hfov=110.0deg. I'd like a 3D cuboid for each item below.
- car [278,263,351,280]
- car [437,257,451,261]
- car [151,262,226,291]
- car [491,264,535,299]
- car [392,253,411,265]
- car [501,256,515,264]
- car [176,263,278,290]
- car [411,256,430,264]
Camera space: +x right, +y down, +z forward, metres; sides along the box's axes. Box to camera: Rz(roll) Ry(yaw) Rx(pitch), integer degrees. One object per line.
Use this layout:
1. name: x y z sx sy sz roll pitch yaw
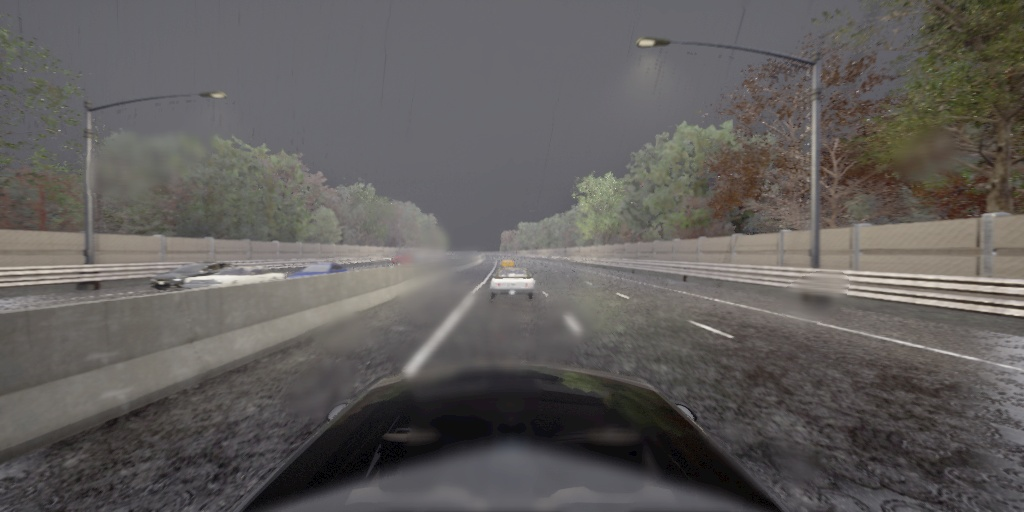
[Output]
1. car: -10.704 1.120 20.292 1.812 1.442 4.674 0 0 0
2. car: -11.543 0.797 60.893 1.994 1.385 4.181 0 1 -1
3. car: -17.703 1.100 20.515 1.837 1.490 4.892 0 1 0
4. car: 0.022 1.218 17.068 1.895 1.301 4.718 0 0 0
5. car: -18.523 0.475 60.551 2.150 2.045 5.566 0 1 -1
6. car: -0.586 0.792 49.383 1.801 1.575 5.366 0 0 -1
7. car: -14.186 1.211 18.622 1.895 1.301 4.718 0 1 0
8. car: -15.012 0.771 59.976 1.812 1.442 4.674 0 1 -1
